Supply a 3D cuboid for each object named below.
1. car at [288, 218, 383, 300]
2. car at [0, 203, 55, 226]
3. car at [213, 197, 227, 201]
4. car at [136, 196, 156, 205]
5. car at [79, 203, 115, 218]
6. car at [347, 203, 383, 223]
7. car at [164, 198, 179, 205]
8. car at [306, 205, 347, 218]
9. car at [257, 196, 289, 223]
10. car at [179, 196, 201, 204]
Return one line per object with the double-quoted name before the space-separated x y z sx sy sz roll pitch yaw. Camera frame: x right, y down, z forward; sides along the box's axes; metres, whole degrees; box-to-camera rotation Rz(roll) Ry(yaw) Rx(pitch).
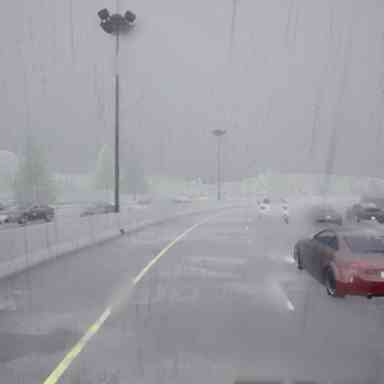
"car" 4.020 1.606 8.539 1.994 1.385 4.181 0 0 4
"car" -11.943 1.530 24.085 2.128 1.511 4.902 0 0 10
"car" 5.636 1.728 67.123 1.837 1.490 4.892 0 0 25
"car" -8.490 1.524 61.436 2.097 1.767 4.553 0 0 23
"car" -7.696 1.629 27.914 1.994 1.385 4.181 0 0 11
"car" 13.604 1.638 26.423 1.837 1.490 4.892 0 0 12
"car" -3.634 1.796 63.888 1.895 1.301 4.718 0 0 24
"car" 9.677 1.678 24.608 1.994 1.385 4.181 0 0 11
"car" 6.489 1.331 26.721 2.150 2.045 5.566 0 0 11
"car" -0.001 1.562 63.419 2.097 1.767 4.553 0 0 24
